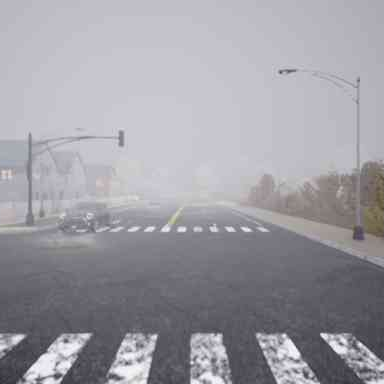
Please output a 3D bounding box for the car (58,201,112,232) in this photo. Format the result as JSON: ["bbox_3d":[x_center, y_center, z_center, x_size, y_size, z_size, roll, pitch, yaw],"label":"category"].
[{"bbox_3d":[-6.544,1.388,20.830,2.097,1.767,4.553,0,-1,2],"label":"car"}]

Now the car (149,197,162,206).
[{"bbox_3d":[-6.508,1.696,59.310,2.128,1.511,4.902,0,0,0],"label":"car"}]
